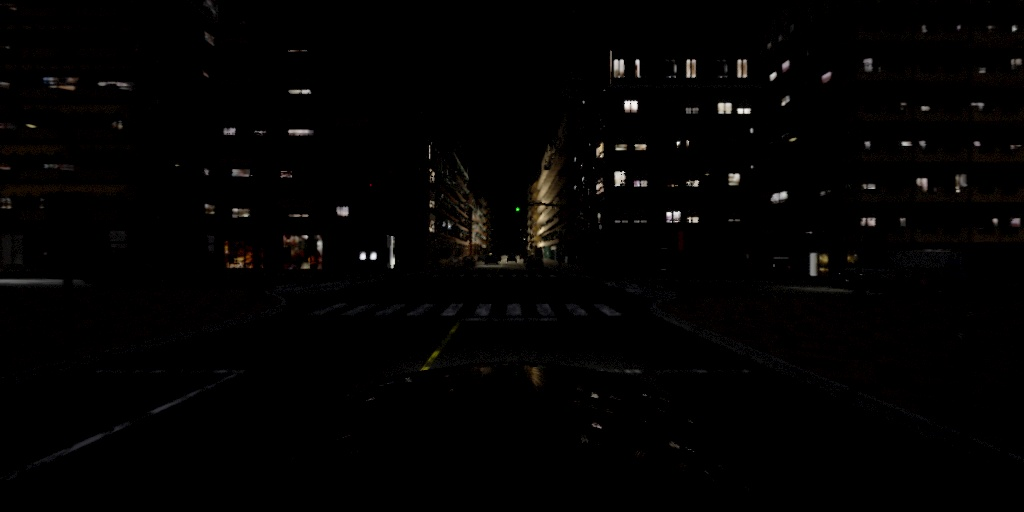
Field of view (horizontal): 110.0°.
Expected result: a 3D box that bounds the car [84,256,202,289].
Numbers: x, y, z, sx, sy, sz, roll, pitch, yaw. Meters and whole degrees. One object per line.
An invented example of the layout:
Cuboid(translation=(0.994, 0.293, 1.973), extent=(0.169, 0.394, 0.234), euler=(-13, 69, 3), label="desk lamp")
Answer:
Cuboid(translation=(-17.263, 0.806, 16.895), extent=(4.507, 1.381, 1.888), euler=(0, 0, 0), label="car")

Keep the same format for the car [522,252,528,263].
Cuboid(translation=(2.690, 0.583, 47.072), extent=(1.967, 1.591, 4.097), euler=(0, 0, 0), label="car")

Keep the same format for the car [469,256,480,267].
Cuboid(translation=(-5.691, 0.689, 47.086), extent=(1.888, 1.381, 4.507), euler=(0, 0, 0), label="car")

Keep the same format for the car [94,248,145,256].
Cuboid(translation=(-28.647, 0.368, 25.188), extent=(5.009, 1.841, 2.192), euler=(0, 0, 0), label="car")

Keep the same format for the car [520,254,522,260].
Cuboid(translation=(2.690, 0.579, 58.118), extent=(1.802, 1.307, 4.207), euler=(0, 0, 0), label="car")

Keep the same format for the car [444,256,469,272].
Cuboid(translation=(-5.690, 0.816, 35.870), extent=(1.751, 1.417, 4.829), euler=(0, 0, 0), label="car")

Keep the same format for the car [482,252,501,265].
Cuboid(translation=(-3.046, 0.531, 53.869), extent=(1.882, 1.535, 5.008), euler=(0, 1, 1), label="car")

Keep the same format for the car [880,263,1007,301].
Cuboid(translation=(20.834, 1.289, 17.225), extent=(4.097, 1.591, 1.967), euler=(0, 0, 0), label="car")

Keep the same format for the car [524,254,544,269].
Cuboid(translation=(2.690, 0.762, 41.549), extent=(1.888, 1.381, 4.507), euler=(0, 0, 0), label="car")

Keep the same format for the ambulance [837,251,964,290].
Cuboid(translation=(24.602, 0.918, 22.906), extent=(6.366, 2.431, 2.351), euler=(1, 0, 0), label="ambulance")
